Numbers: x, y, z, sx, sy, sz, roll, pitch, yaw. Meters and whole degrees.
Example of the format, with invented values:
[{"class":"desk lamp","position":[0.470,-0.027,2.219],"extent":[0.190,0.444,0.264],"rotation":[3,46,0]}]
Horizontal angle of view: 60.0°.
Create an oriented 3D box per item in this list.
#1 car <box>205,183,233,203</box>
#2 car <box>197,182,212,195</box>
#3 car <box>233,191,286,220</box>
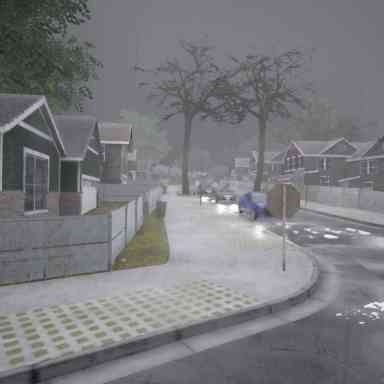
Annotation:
[{"class":"car","position":[2.916,0.203,31.937],"extent":[2.128,1.511,4.902],"rotation":[1,3,-6]},{"class":"car","position":[1.772,-0.311,42.551],"extent":[2.128,1.511,4.902],"rotation":[1,3,-6]},{"class":"car","position":[4.178,0.749,20.351],"extent":[1.882,1.535,5.008],"rotation":[1,3,-6]}]
